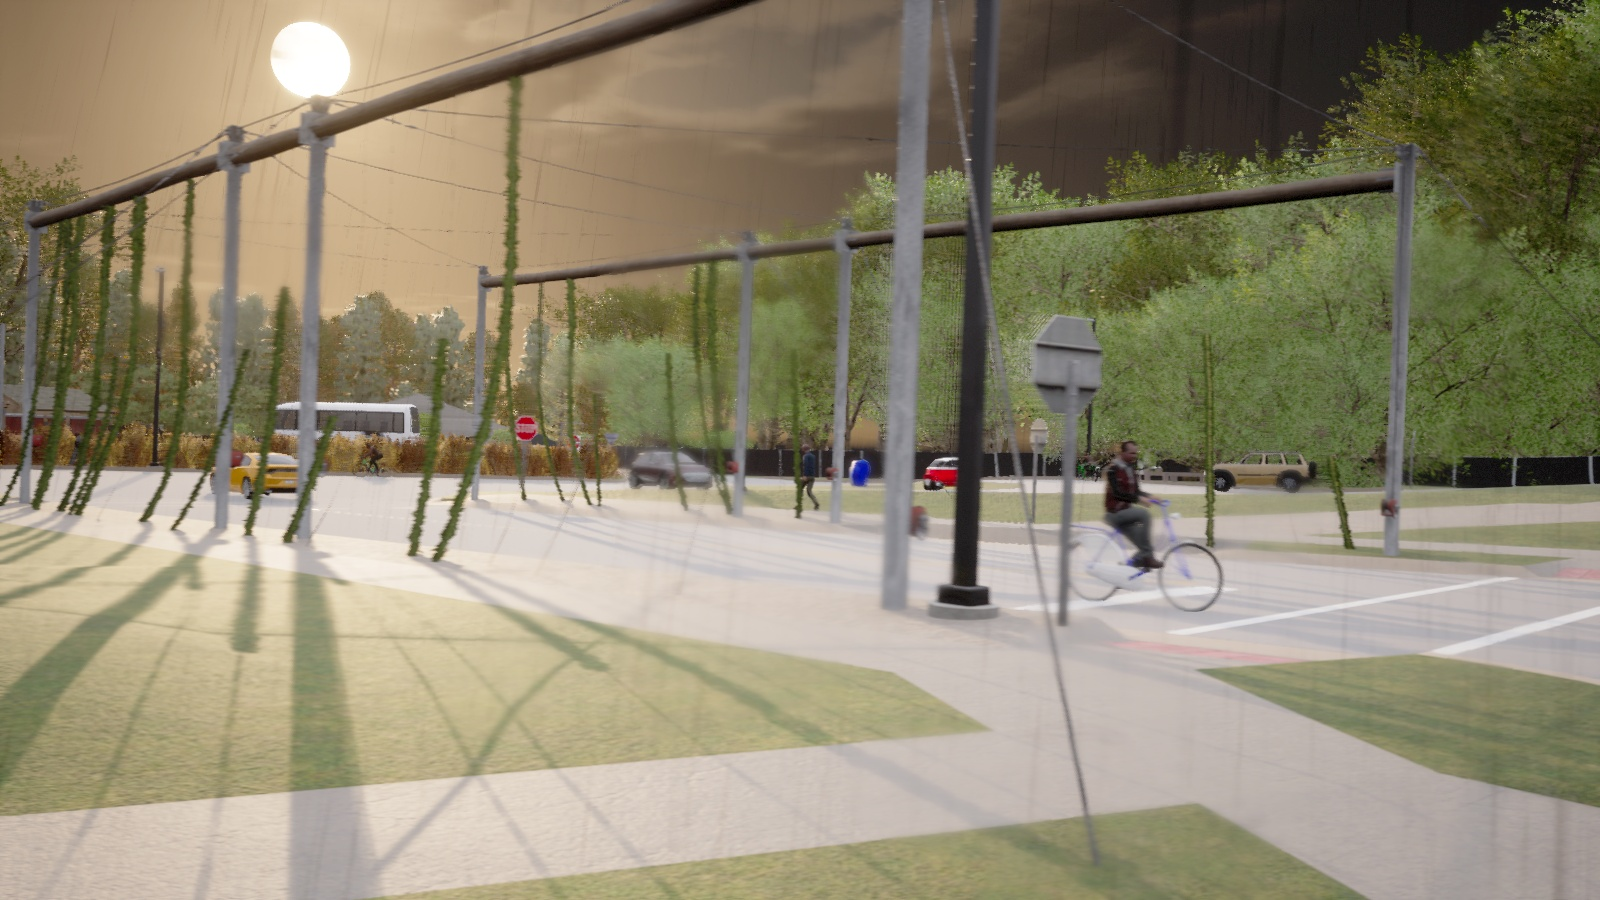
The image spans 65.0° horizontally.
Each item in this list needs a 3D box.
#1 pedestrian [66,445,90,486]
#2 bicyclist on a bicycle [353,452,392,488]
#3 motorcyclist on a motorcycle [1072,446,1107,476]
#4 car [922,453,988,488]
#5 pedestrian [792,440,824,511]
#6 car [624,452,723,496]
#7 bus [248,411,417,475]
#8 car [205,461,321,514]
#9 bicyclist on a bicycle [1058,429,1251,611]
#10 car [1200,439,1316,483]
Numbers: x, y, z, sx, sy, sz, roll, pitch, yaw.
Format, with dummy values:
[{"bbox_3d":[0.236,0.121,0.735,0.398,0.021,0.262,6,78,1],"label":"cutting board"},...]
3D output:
[{"bbox_3d":[-33.529,0.706,58.340,0.849,1.883,0.563,1,0,-19],"label":"pedestrian"},{"bbox_3d":[-19.456,0.906,57.118,1.656,1.620,0.582,0,0,-22],"label":"bicyclist on a bicycle"},{"bbox_3d":[14.988,0.568,65.059,0.797,1.523,2.044,-2,1,-19],"label":"motorcyclist on a motorcycle"},{"bbox_3d":[6.255,0.827,50.784,2.207,1.376,1.481,-1,0,-22],"label":"car"},{"bbox_3d":[0.213,0.660,32.860,0.726,1.842,0.402,1,0,42],"label":"pedestrian"},{"bbox_3d":[-5.229,0.952,51.177,2.033,1.649,4.856,-1,0,-33],"label":"car"},{"bbox_3d":[-32.230,-0.468,87.043,10.273,4.253,3.944,0,1,-6],"label":"bus"},{"bbox_3d":[-17.733,1.185,41.337,1.882,1.535,5.008,1,0,-43],"label":"car"},{"bbox_3d":[3.686,0.700,13.167,0.659,1.776,1.843,1,-1,-45],"label":"bicyclist on a bicycle"},{"bbox_3d":[19.922,0.501,54.588,4.605,1.855,1.932,-1,0,24],"label":"car"}]
